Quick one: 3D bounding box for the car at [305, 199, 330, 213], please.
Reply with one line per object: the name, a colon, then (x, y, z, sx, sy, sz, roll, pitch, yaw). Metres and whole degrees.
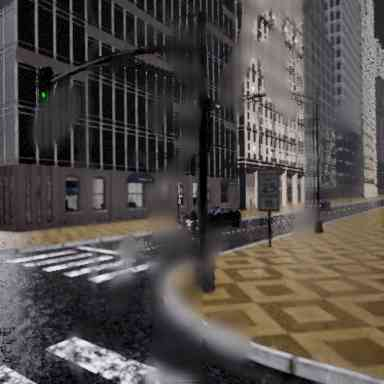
car: (14.583, 1.535, 38.516, 2.128, 1.511, 4.902, -1, -1, 37)

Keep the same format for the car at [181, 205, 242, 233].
car: (1.295, 1.586, 20.552, 2.128, 1.511, 4.902, -1, -1, 36)
